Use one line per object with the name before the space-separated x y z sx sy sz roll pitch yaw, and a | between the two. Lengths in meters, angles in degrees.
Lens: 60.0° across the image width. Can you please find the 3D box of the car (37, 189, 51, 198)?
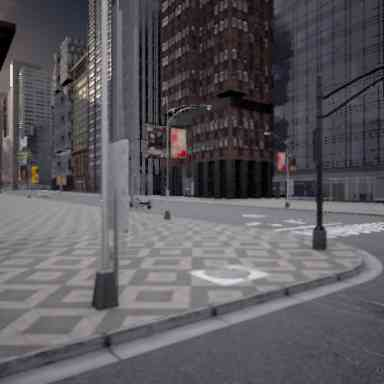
car | -31.420 0.528 70.683 1.895 1.301 4.718 0 1 -35

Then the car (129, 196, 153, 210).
car | -5.863 1.114 34.413 1.895 1.301 4.718 0 1 -35
